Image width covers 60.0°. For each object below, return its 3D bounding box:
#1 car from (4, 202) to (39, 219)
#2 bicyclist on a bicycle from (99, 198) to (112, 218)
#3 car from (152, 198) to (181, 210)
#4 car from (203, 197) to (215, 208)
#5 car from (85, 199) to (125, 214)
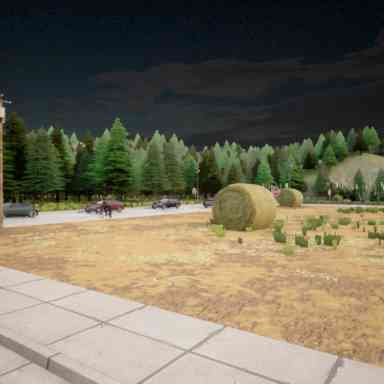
[{"bbox_3d":[-15.382,1.591,28.356,1.994,1.385,4.181,0,0,36],"label":"car"},{"bbox_3d":[-7.049,1.327,27.042,1.656,1.620,0.582,0,0,36],"label":"bicyclist on a bicycle"},{"bbox_3d":[-3.386,1.552,44.573,1.812,1.442,4.674,0,0,37],"label":"car"},{"bbox_3d":[3.489,1.518,47.795,2.128,1.511,4.902,0,0,37],"label":"car"},{"bbox_3d":[-9.468,1.552,36.347,1.812,1.442,4.674,0,0,36],"label":"car"}]
